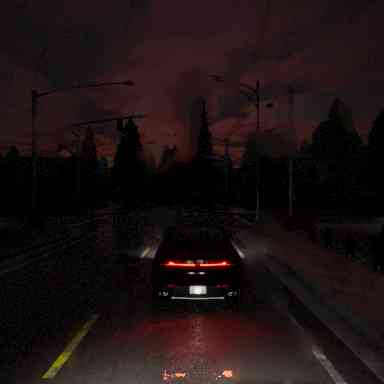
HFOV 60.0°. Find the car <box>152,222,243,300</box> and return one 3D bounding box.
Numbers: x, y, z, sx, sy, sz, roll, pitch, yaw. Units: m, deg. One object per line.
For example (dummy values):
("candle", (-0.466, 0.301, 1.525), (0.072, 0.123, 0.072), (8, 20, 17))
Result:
("car", (0.110, 1.505, 8.370), (1.837, 1.490, 4.892), (0, 0, 0))
